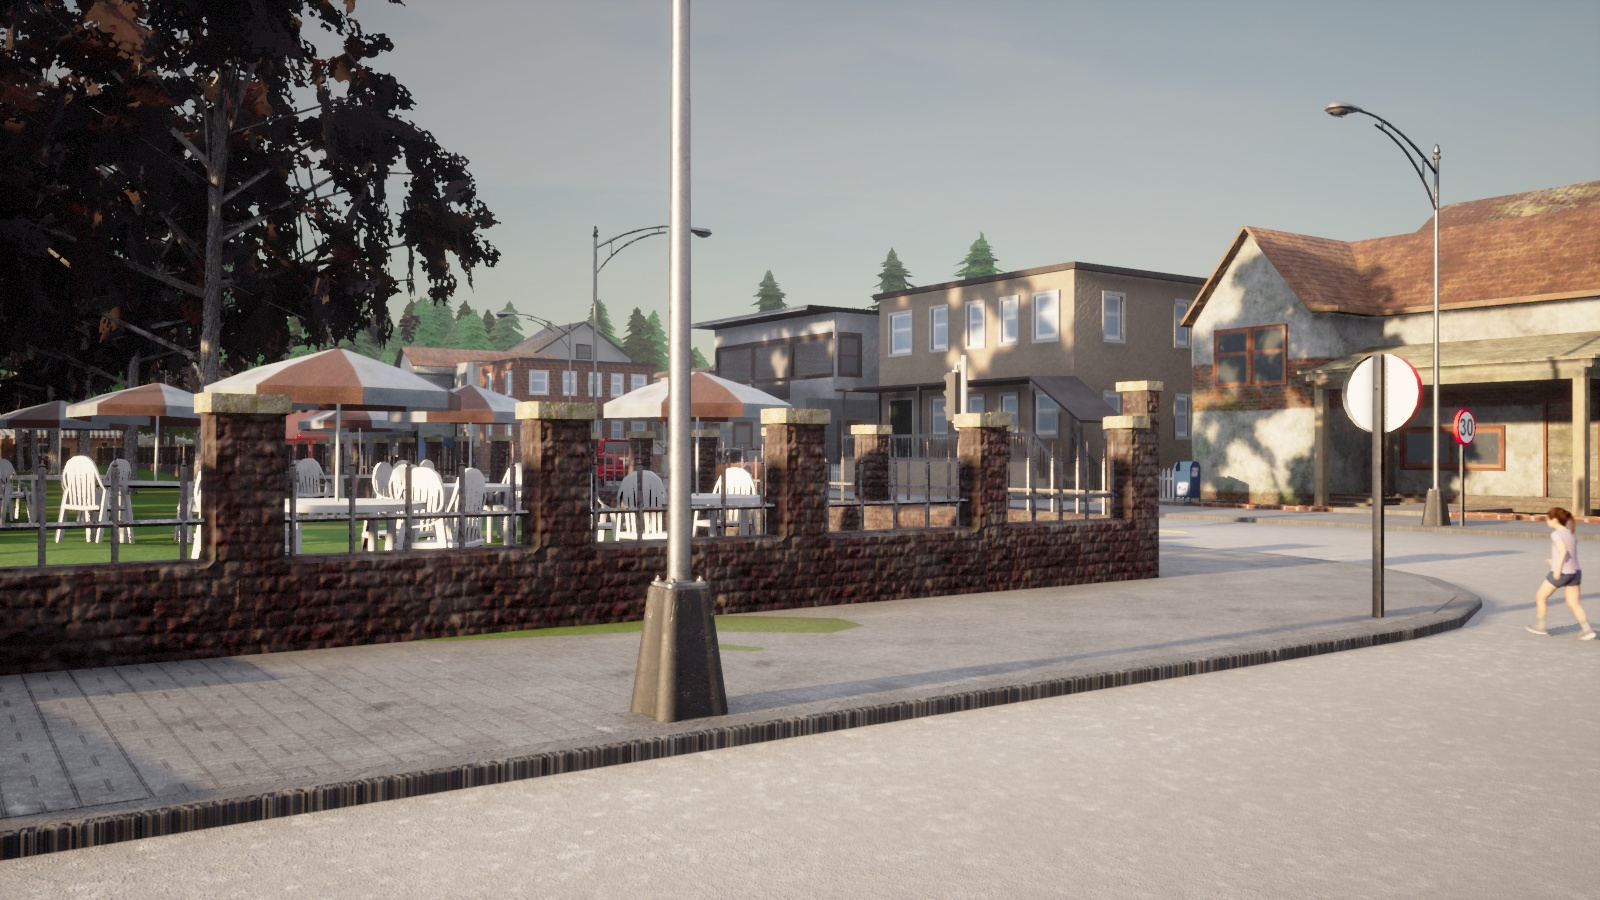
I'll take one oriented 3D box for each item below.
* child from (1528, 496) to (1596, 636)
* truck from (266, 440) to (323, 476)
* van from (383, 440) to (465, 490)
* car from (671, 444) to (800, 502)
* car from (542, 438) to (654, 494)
[{"bbox_3d":[6.233,0.936,10.277,0.255,1.110,0.394,0,0,-23],"label":"child"},{"bbox_3d":[-35.827,0.549,88.931,2.627,2.467,5.204,0,0,-35],"label":"truck"},{"bbox_3d":[-16.129,0.634,53.800,2.069,2.038,4.480,0,0,-35],"label":"van"},{"bbox_3d":[-2.155,0.708,40.806,2.097,1.767,4.553,0,0,-35],"label":"car"},{"bbox_3d":[-7.976,0.601,49.126,2.150,2.045,5.566,0,0,-35],"label":"car"}]
